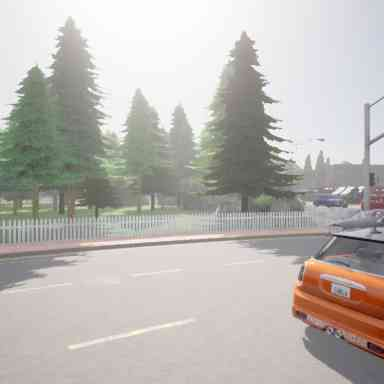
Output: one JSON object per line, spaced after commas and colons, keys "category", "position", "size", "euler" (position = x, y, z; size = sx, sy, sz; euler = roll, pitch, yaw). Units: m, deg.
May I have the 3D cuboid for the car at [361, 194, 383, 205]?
{"category": "car", "position": [19.339, 1.277, 33.199], "size": [2.150, 2.045, 5.566], "euler": [0, 0, -8]}

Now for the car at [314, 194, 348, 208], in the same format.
{"category": "car", "position": [17.968, 1.277, 43.464], "size": [2.150, 2.045, 5.566], "euler": [0, 0, -8]}

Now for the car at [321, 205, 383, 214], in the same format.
{"category": "car", "position": [8.337, 1.491, 14.576], "size": [4.902, 1.511, 2.128], "euler": [0, 0, -14]}

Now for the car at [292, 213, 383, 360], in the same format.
{"category": "car", "position": [3.926, 1.352, 5.437], "size": [4.553, 1.767, 2.097], "euler": [0, 0, -26]}
